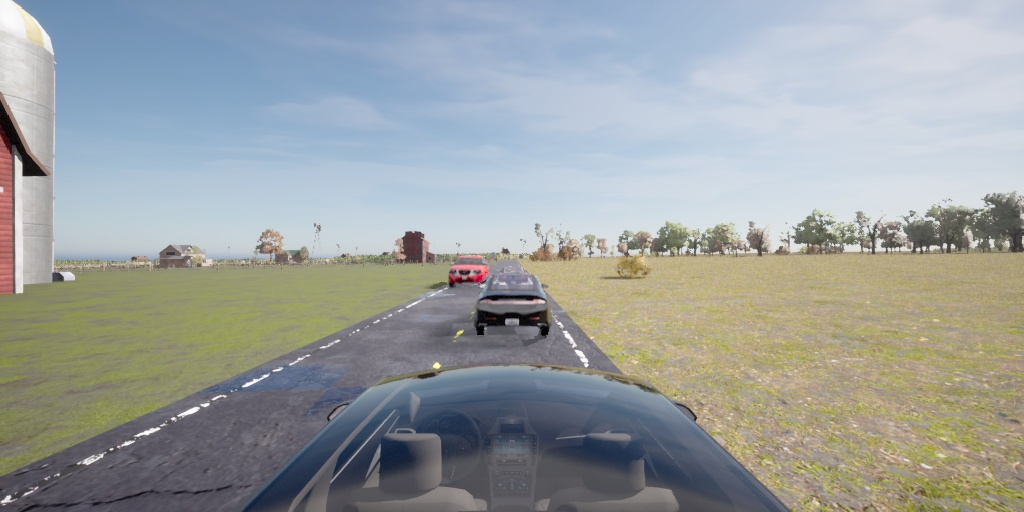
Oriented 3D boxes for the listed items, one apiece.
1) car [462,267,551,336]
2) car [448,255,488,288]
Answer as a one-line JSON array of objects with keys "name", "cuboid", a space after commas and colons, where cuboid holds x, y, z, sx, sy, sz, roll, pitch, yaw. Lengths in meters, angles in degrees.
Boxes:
[{"name": "car", "cuboid": [0.037, 1.244, 10.355, 2.128, 1.511, 4.902, 0, 0, 1]}, {"name": "car", "cuboid": [-2.786, 0.973, 24.071, 2.150, 2.045, 5.566, 0, 0, 1]}]
